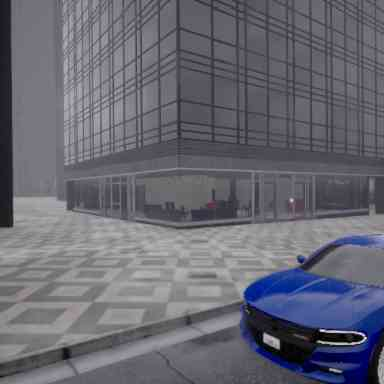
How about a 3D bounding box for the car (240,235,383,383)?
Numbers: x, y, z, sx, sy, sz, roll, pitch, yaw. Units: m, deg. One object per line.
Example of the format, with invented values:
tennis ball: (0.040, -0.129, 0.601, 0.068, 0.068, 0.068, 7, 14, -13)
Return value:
car: (2.972, 1.479, 5.352, 5.008, 1.535, 1.882, 0, 0, -35)
